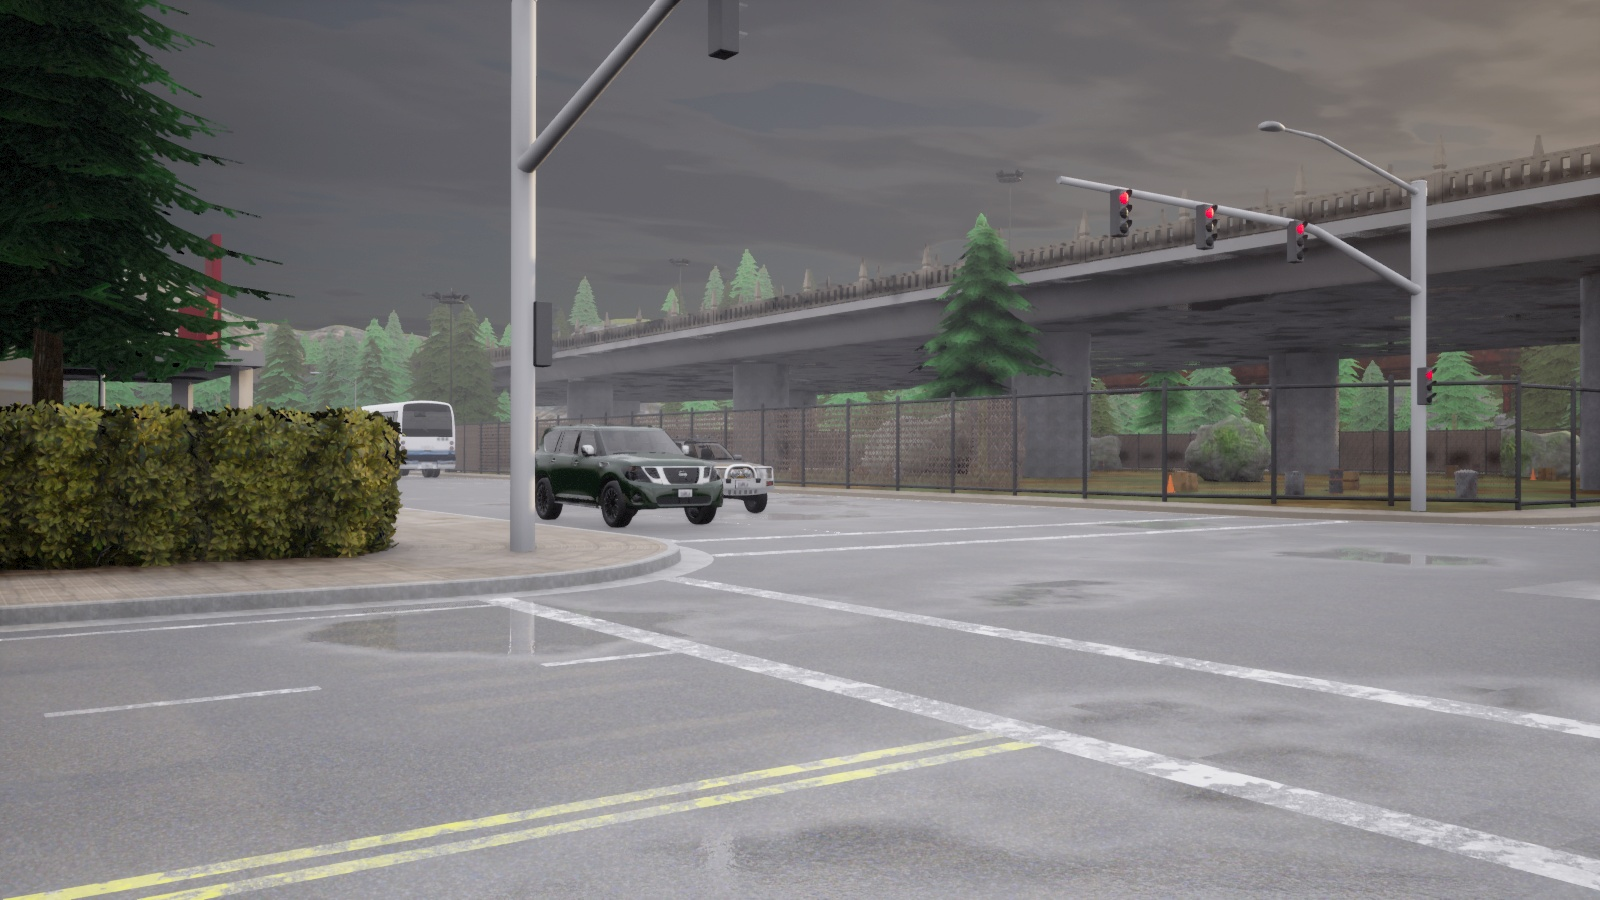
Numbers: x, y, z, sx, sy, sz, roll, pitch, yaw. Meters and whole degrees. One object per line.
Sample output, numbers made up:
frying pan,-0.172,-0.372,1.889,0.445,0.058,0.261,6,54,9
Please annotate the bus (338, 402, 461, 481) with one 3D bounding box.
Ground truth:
bus,-23.357,-0.459,72.807,3.944,4.253,10.273,0,0,-35

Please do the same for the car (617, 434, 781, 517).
car,-2.549,0.586,30.481,1.932,1.855,4.605,0,0,-35

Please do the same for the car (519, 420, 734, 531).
car,-3.753,0.480,26.071,2.150,2.045,5.566,0,0,-35
